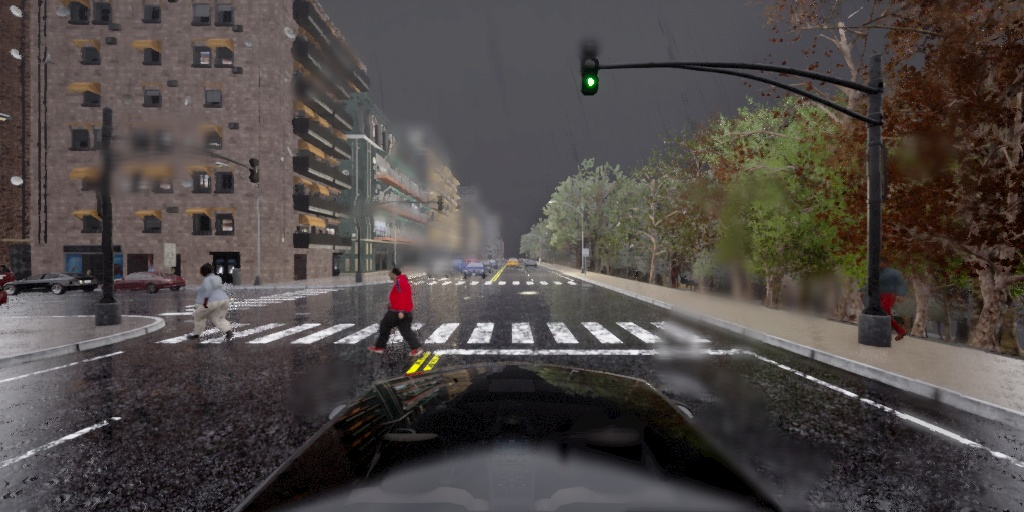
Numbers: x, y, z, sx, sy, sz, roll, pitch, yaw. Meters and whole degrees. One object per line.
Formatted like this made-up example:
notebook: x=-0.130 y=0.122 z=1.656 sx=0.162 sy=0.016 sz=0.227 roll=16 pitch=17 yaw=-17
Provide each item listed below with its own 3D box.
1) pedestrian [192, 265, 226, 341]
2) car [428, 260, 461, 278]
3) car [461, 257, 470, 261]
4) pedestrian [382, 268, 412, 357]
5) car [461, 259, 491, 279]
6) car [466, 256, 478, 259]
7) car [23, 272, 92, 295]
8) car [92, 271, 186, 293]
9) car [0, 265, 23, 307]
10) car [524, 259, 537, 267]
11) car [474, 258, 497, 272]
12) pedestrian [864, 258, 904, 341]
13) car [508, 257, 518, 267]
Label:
pedestrian: x=-7.046 y=1.044 z=8.347 sx=0.375 sy=1.860 sz=0.375 roll=0 pitch=0 yaw=0
car: x=-6.513 y=1.244 z=33.657 sx=2.128 sy=1.511 sz=4.902 roll=0 pitch=0 yaw=0
car: x=-6.482 y=1.233 z=42.891 sx=1.882 sy=1.535 sz=5.008 roll=0 pitch=0 yaw=0
pedestrian: x=-2.256 y=1.044 z=7.042 sx=0.375 sy=1.860 sz=0.375 roll=0 pitch=0 yaw=0
car: x=-3.254 y=1.278 z=32.917 sx=1.812 sy=1.442 sz=4.674 roll=0 pitch=0 yaw=0
car: x=-6.431 y=0.985 z=57.247 sx=2.150 sy=2.045 sz=5.566 roll=0 pitch=0 yaw=0
car: x=-28.291 y=1.647 z=22.134 sx=4.313 sy=1.339 sz=1.948 roll=0 pitch=0 yaw=-1
car: x=-22.724 y=1.593 z=22.218 sx=4.207 sy=1.307 sz=1.802 roll=0 pitch=0 yaw=-1
car: x=-22.627 y=1.335 z=13.571 sx=5.009 sy=1.841 sz=2.192 roll=0 pitch=0 yaw=-1
car: x=3.427 y=1.331 z=64.929 sx=1.994 sy=1.385 sz=4.181 roll=0 pitch=0 yaw=0
car: x=-3.237 y=1.302 z=42.505 sx=2.033 sy=1.411 sz=5.357 roll=0 pitch=0 yaw=0
pedestrian: x=7.984 y=0.891 z=7.704 sx=0.375 sy=1.860 sz=0.375 roll=0 pitch=0 yaw=0
car: x=0.176 y=1.244 z=64.521 sx=1.882 sy=1.535 sz=5.008 roll=0 pitch=0 yaw=0
